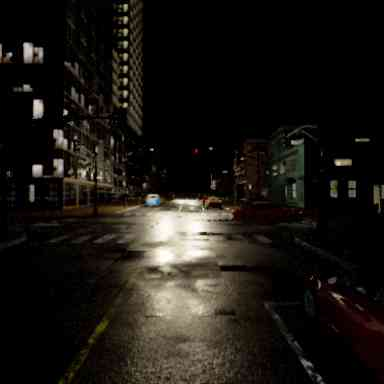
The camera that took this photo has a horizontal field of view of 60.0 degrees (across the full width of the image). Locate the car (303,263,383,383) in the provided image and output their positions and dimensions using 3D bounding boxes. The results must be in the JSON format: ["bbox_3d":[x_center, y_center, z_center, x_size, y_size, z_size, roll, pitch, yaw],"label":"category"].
[{"bbox_3d":[2.826,1.576,4.316,1.802,1.307,4.206,1,0,0],"label":"car"}]

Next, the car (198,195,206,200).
[{"bbox_3d":[2.693,1.416,87.670,1.947,1.339,4.313,1,0,0],"label":"car"}]

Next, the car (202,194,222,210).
[{"bbox_3d":[2.700,1.371,42.278,1.967,1.590,4.097,1,0,0],"label":"car"}]

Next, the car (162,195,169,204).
[{"bbox_3d":[-5.683,1.428,59.090,1.752,1.417,4.829,1,0,0],"label":"car"}]

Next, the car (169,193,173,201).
[{"bbox_3d":[-5.686,1.464,70.608,1.802,1.307,4.206,1,0,0],"label":"car"}]

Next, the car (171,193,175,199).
[{"bbox_3d":[-5.686,1.437,76.283,1.947,1.339,4.313,1,0,0],"label":"car"}]

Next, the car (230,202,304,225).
[{"bbox_3d":[5.114,1.419,22.909,5.008,1.535,1.882,-1,0,1],"label":"car"}]

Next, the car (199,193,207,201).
[{"bbox_3d":[2.701,1.226,53.626,2.192,1.841,5.009,1,0,0],"label":"car"}]

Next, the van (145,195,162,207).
[{"bbox_3d":[-5.679,1.263,47.912,1.690,1.788,3.998,1,0,0],"label":"van"}]

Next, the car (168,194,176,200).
[{"bbox_3d":[-5.687,1.392,93.304,2.008,1.369,4.403,1,0,0],"label":"car"}]
